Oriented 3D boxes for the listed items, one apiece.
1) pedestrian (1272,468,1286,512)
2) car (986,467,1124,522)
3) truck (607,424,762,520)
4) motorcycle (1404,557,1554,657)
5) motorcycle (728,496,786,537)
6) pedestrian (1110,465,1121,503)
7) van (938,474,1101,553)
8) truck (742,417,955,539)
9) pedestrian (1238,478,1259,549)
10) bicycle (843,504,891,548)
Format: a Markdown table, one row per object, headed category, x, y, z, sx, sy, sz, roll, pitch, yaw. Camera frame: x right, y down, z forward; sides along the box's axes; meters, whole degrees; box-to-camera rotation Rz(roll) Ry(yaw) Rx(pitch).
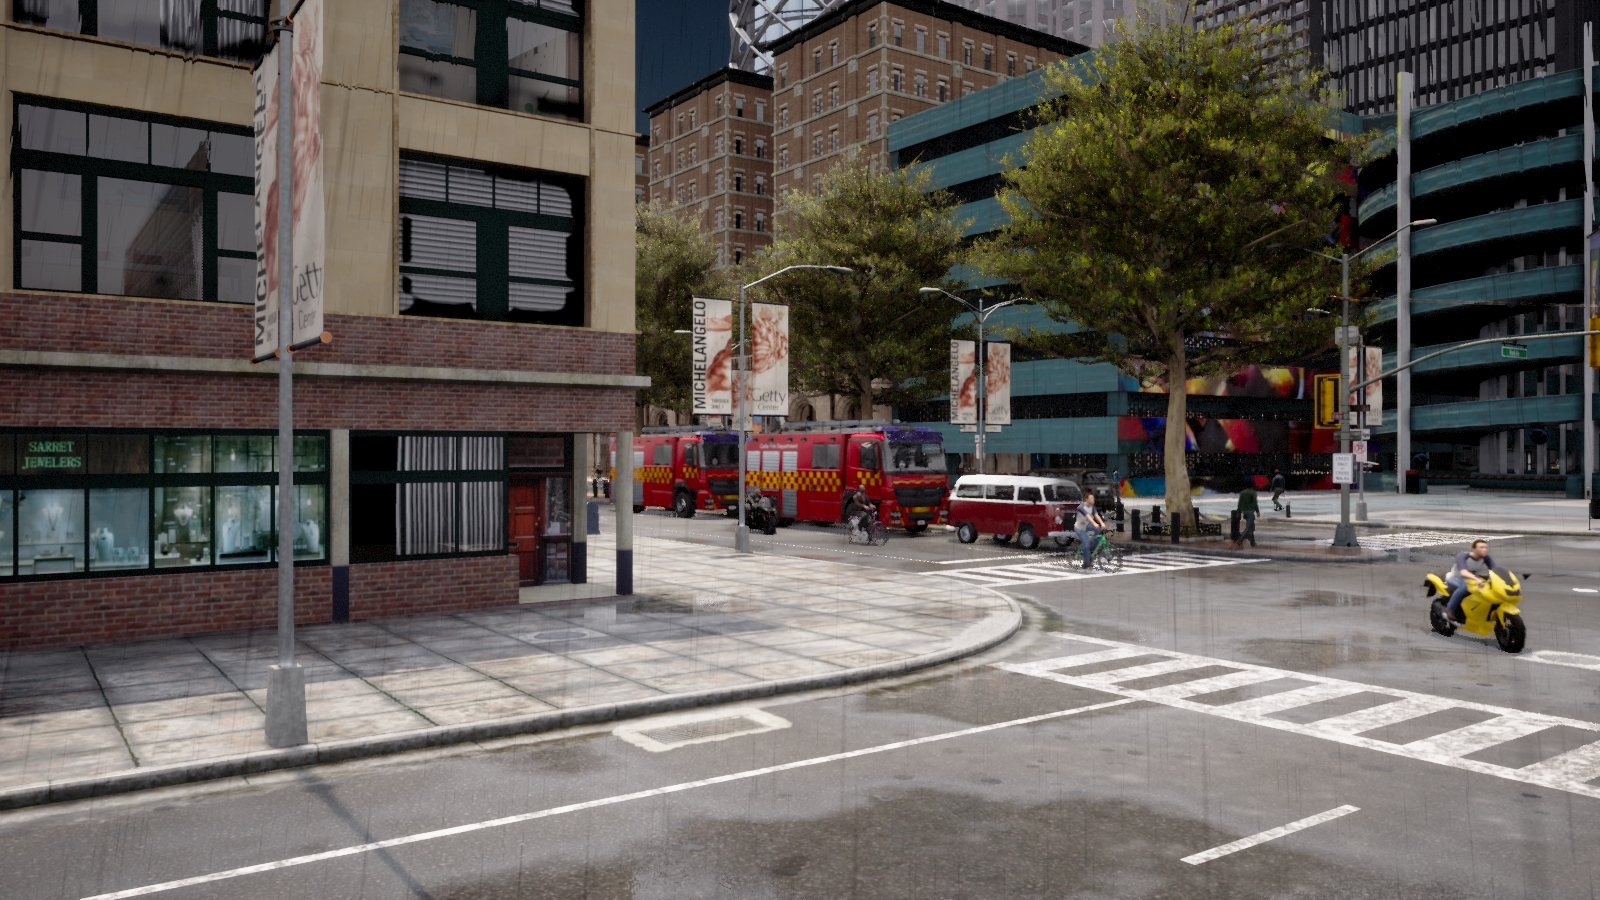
| category | x | y | z | sx | sy | sz | roll | pitch | yaw |
| --- | --- | --- | --- | --- | --- | --- | --- | --- | --- |
| pedestrian | 20.209 | 1.679 | 48.186 | 0.375 | 1.860 | 0.375 | 0 | 0 | -20 |
| car | 10.482 | 1.766 | 47.390 | 2.150 | 2.045 | 5.566 | 0 | 0 | -35 |
| truck | -5.194 | 0.881 | 49.635 | 2.891 | 3.827 | 8.468 | 0 | 0 | -35 |
| motorcycle | 9.688 | 2.206 | 16.398 | 0.803 | 1.145 | 2.033 | -1 | 0 | -5 |
| motorcycle | -1.458 | 2.197 | 38.283 | 0.867 | 1.251 | 2.209 | 0 | 0 | -35 |
| pedestrian | 15.495 | 1.681 | 56.107 | 0.375 | 1.860 | 0.375 | 0 | 0 | -30 |
| van | 6.320 | 1.774 | 33.334 | 2.069 | 2.038 | 4.480 | 0 | 0 | -35 |
| truck | 1.461 | 0.880 | 40.206 | 2.891 | 3.827 | 8.468 | 0 | 0 | -35 |
| pedestrian | 11.980 | 1.693 | 30.547 | 0.375 | 1.860 | 0.375 | 0 | 0 | -32 |
| bicycle | 1.959 | 2.202 | 33.413 | 0.329 | 1.171 | 1.835 | 0 | 0 | -35 |
